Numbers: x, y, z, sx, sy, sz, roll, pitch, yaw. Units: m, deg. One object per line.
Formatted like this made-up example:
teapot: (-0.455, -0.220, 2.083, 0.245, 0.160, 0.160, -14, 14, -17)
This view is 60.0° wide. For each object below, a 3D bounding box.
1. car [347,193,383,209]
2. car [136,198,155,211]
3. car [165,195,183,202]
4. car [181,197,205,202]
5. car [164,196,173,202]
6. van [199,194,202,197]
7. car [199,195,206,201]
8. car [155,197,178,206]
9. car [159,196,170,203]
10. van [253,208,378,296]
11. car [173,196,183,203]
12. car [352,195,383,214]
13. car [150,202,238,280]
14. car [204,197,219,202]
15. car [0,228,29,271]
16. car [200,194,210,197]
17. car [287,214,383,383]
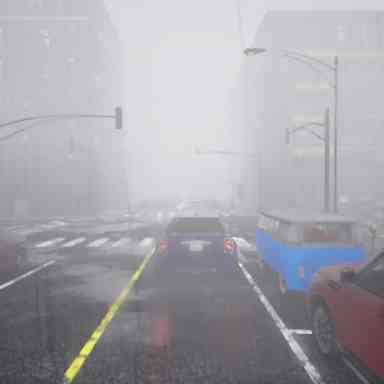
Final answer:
car: (15.763, 1.040, 27.917, 5.009, 1.841, 2.192, -1, 1, 0)
car: (-5.692, 1.581, 40.793, 1.947, 1.339, 4.313, 0, 0, 0)
car: (-3.047, 1.380, 57.031, 2.097, 1.767, 4.553, 0, 0, 0)
car: (0.106, 1.537, 34.853, 1.812, 1.442, 4.674, 0, 0, 0)
car: (-5.686, 1.632, 79.458, 1.802, 1.307, 4.206, 0, 0, 0)
van: (2.691, 1.375, 62.874, 1.690, 1.788, 3.998, 0, 0, 0)
car: (2.695, 1.582, 85.137, 1.752, 1.417, 4.829, -1, 0, 0)
car: (-3.086, 1.616, 40.764, 1.895, 1.301, 4.718, 0, 0, 0)
car: (-5.688, 1.584, 68.411, 1.887, 1.381, 4.507, 0, 0, 0)
van: (2.683, 1.343, 8.385, 1.690, 1.788, 3.998, 0, 0, 0)
car: (-2.991, 1.558, 71.899, 1.812, 1.442, 4.674, 0, 0, 0)
car: (15.327, 1.228, 25.341, 5.008, 1.535, 1.882, -2, 0, 0)
car: (0.102, 1.354, 10.091, 2.097, 1.767, 4.553, 0, 0, 0)
car: (2.690, 1.597, 40.780, 1.802, 1.307, 4.206, 0, 0, 0)
car: (-5.696, 1.584, 8.388, 1.802, 1.307, 4.206, 0, 0, 0)
car: (2.692, 1.573, 57.350, 1.887, 1.381, 4.507, 0, 0, 0)
car: (2.682, 1.316, 2.858, 2.192, 1.841, 5.009, 0, 0, 0)
